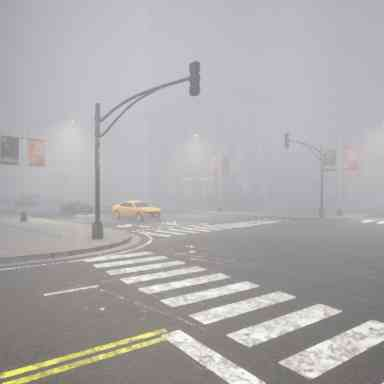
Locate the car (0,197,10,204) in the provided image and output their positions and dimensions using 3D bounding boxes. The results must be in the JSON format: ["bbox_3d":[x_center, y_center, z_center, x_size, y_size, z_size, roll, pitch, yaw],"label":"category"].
[{"bbox_3d":[-33.750,1.529,60.913,1.994,1.385,4.181,0,0,-45],"label":"car"}]

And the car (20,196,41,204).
[{"bbox_3d":[-30.096,1.447,61.853,1.882,1.535,5.008,0,0,-45],"label":"car"}]

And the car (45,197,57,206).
[{"bbox_3d":[-23.142,1.540,54.900,4.181,1.385,1.994,0,0,44],"label":"car"}]

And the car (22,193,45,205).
[{"bbox_3d":[-26.167,1.194,53.320,5.566,2.045,2.150,0,0,45],"label":"car"}]

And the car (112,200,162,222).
[{"bbox_3d":[-4.454,1.462,26.678,1.882,1.535,5.008,0,0,-45],"label":"car"}]

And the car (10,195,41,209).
[{"bbox_3d":[-22.280,1.481,44.579,1.837,1.490,4.892,0,0,-45],"label":"car"}]

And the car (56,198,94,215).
[{"bbox_3d":[-11.798,1.545,34.043,1.994,1.385,4.181,0,0,-45],"label":"car"}]
